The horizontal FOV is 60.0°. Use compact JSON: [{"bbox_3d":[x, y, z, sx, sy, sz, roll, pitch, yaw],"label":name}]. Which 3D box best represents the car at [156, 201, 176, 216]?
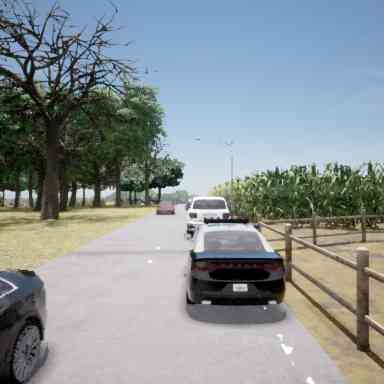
[{"bbox_3d":[-2.723,1.686,35.308,1.812,1.442,4.674,0,0,0],"label":"car"}]

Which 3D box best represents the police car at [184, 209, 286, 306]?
[{"bbox_3d":[0.830,1.440,8.284,1.930,1.638,5.238,0,0,0],"label":"police car"}]

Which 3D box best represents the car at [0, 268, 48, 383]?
[{"bbox_3d":[-2.847,1.494,2.539,2.128,1.511,4.902,0,0,0],"label":"car"}]

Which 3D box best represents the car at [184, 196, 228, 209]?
[{"bbox_3d":[0.838,1.280,18.211,2.150,2.045,5.566,0,0,0],"label":"car"}]

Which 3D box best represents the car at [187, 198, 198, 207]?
[{"bbox_3d":[0.045,1.879,59.192,1.837,1.490,4.892,0,-1,0],"label":"car"}]

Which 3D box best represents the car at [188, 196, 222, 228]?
[{"bbox_3d":[0.843,1.314,24.213,2.150,2.045,5.566,0,0,0],"label":"car"}]
